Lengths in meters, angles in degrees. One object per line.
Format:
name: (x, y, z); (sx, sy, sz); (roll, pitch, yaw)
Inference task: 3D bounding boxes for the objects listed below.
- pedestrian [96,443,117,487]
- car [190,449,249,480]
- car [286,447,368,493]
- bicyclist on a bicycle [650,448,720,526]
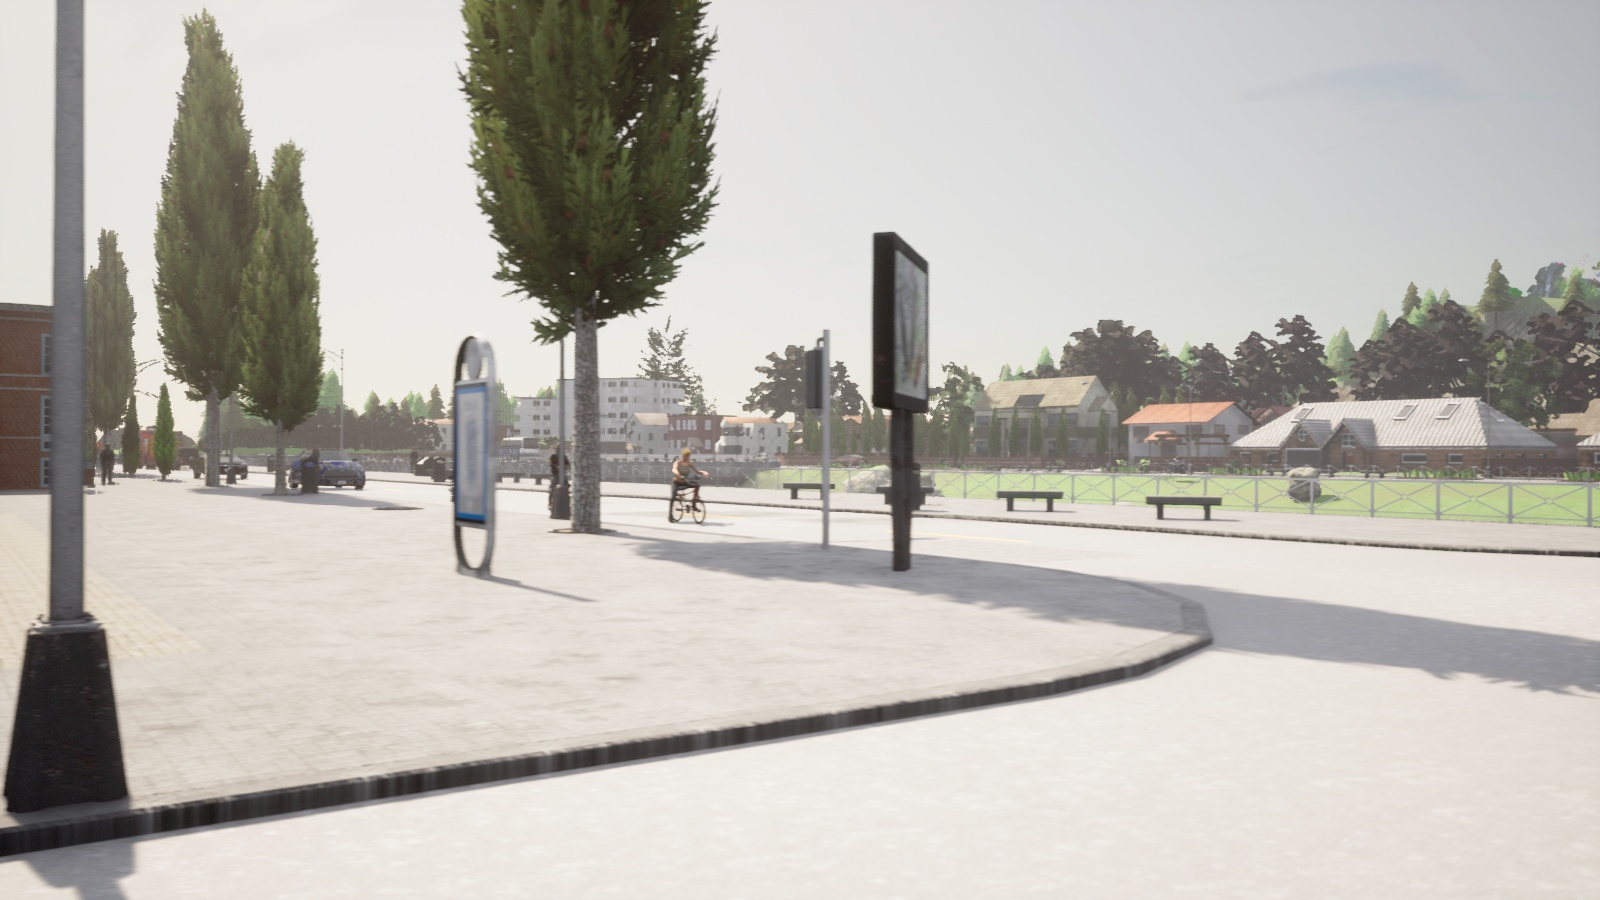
pedestrian: (-30.382, 0.652, 54.990); (0.849, 1.883, 0.563); (0, 0, 43)
car: (-32.309, 0.787, 69.837); (2.152, 1.651, 5.027); (0, 0, -35)
car: (-19.315, 0.794, 51.186); (2.097, 1.767, 4.553); (0, 0, -35)
bicyclist on a bicycle: (-2.476, 0.777, 27.018); (0.866, 1.612, 1.509); (0, 0, -35)
